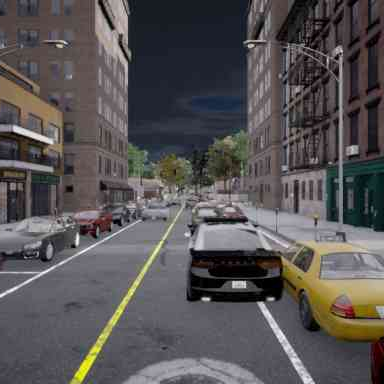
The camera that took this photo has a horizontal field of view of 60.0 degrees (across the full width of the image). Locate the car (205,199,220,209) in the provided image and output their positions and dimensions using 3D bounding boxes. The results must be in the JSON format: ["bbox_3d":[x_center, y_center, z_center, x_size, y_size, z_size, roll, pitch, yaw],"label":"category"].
[{"bbox_3d":[2.680,1.596,45.102,1.802,1.307,4.206,0,0,0],"label":"car"}]

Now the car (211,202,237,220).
[{"bbox_3d":[2.664,1.584,28.547,1.802,1.307,4.206,0,0,0],"label":"car"}]

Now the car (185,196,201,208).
[{"bbox_3d":[0.061,1.507,46.231,2.128,1.511,4.902,0,0,1],"label":"car"}]

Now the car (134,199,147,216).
[{"bbox_3d":[-5.360,1.553,28.551,2.008,1.369,4.403,0,0,0],"label":"car"}]

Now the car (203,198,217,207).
[{"bbox_3d":[2.685,1.585,50.621,1.947,1.339,4.313,0,0,0],"label":"car"}]

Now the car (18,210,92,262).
[{"bbox_3d":[-5.376,1.551,11.995,2.008,1.369,4.403,0,0,0],"label":"car"}]

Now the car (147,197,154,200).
[{"bbox_3d":[-5.356,1.446,34.070,1.967,1.590,4.097,0,0,0],"label":"car"}]

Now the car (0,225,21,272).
[{"bbox_3d":[-5.381,1.582,6.476,1.802,1.307,4.206,0,0,0],"label":"car"}]

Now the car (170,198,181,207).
[{"bbox_3d":[-2.701,1.584,51.431,1.994,1.385,4.181,0,0,0],"label":"car"}]

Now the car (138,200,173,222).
[{"bbox_3d":[-2.823,1.602,26.623,1.895,1.301,4.718,0,0,0],"label":"car"}]

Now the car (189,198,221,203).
[{"bbox_3d":[0.848,1.457,24.515,1.801,1.575,5.366,0,0,0],"label":"car"}]

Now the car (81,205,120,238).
[{"bbox_3d":[-5.371,1.545,17.514,1.887,1.381,4.507,0,0,0],"label":"car"}]

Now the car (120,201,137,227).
[{"bbox_3d":[-5.366,1.567,23.033,1.947,1.339,4.313,0,0,0],"label":"car"}]

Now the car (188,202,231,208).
[{"bbox_3d":[0.842,1.526,18.325,1.812,1.442,4.674,0,0,0],"label":"car"}]

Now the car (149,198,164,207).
[{"bbox_3d":[-5.340,1.600,50.627,1.802,1.307,4.206,0,0,0],"label":"car"}]

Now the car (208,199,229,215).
[{"bbox_3d":[2.670,1.531,34.236,1.752,1.417,4.829,0,0,0],"label":"car"}]

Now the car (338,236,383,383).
[{"bbox_3d":[2.639,1.315,0.956,2.192,1.841,5.009,0,0,0],"label":"car"}]

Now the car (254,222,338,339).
[{"bbox_3d":[2.640,1.525,6.643,1.752,1.417,4.829,0,0,0],"label":"car"}]

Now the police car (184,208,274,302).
[{"bbox_3d":[0.833,1.425,8.435,1.930,1.638,5.238,0,0,0],"label":"police car"}]

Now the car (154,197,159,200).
[{"bbox_3d":[-5.351,1.535,39.419,1.752,1.417,4.829,0,0,0],"label":"car"}]

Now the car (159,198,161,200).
[{"bbox_3d":[-5.345,1.454,45.108,1.967,1.590,4.097,0,0,0],"label":"car"}]

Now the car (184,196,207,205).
[{"bbox_3d":[0.685,1.502,59.502,1.882,1.535,5.008,0,0,27],"label":"car"}]

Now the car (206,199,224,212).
[{"bbox_3d":[2.675,1.554,39.584,1.887,1.381,4.507,0,0,0],"label":"car"}]

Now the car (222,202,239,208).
[{"bbox_3d":[2.660,1.583,23.029,1.802,1.307,4.206,0,0,0],"label":"car"}]
